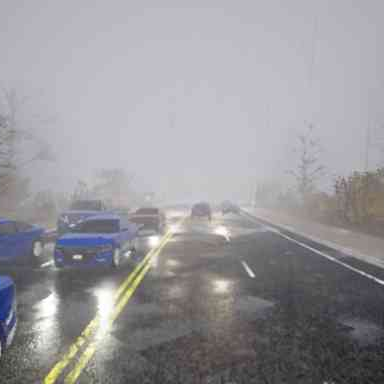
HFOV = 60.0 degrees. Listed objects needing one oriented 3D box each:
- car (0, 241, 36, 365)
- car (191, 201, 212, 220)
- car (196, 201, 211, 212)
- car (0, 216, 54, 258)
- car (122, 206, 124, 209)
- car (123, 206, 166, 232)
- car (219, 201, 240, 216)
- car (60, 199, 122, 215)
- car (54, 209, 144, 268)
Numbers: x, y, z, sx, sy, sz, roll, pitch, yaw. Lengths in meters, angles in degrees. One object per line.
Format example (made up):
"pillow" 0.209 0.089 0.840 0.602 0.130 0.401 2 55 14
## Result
"car" -3.316 1.504 2.447 1.882 1.535 5.008 0 -1 0
"car" 0.907 1.807 32.516 1.882 1.535 5.008 0 -1 3
"car" 1.747 2.020 47.263 1.994 1.385 4.181 0 0 4
"car" -6.474 1.588 10.486 1.882 1.535 5.008 0 -1 1
"car" -5.954 1.848 27.759 1.994 1.385 4.181 0 -1 3
"car" -2.890 1.709 22.217 1.882 1.535 5.008 0 -1 2
"car" 4.390 1.981 38.331 1.895 1.301 4.718 0 0 4
"car" -6.207 1.434 20.394 2.150 2.045 5.566 0 -1 2
"car" -3.197 1.605 11.962 1.882 1.535 5.008 0 -1 1
